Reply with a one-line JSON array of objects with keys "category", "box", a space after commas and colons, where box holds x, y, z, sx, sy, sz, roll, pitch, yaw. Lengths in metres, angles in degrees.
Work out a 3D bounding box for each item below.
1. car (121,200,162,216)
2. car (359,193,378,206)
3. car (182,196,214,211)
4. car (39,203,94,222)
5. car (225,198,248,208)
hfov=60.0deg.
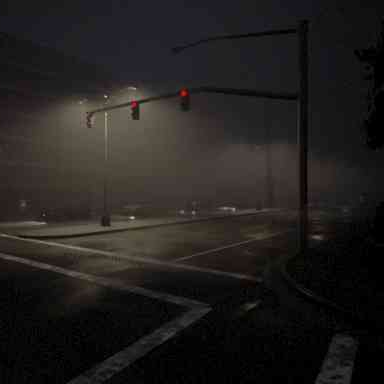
[{"category": "car", "box": [-4.951, 1.524, 33.472, 1.812, 1.442, 4.674, 0, 0, 36]}, {"category": "car", "box": [28.735, 1.221, 54.037, 2.150, 2.045, 5.566, 0, 0, 36]}, {"category": "car", "box": [0.780, 1.352, 41.368, 2.097, 1.767, 4.553, 0, 0, 36]}, {"category": "car", "box": [-9.943, 1.564, 26.591, 1.994, 1.385, 4.181, 0, 0, 36]}, {"category": "car", "box": [6.619, 1.564, 49.397, 1.994, 1.385, 4.181, 0, 0, 36]}]
